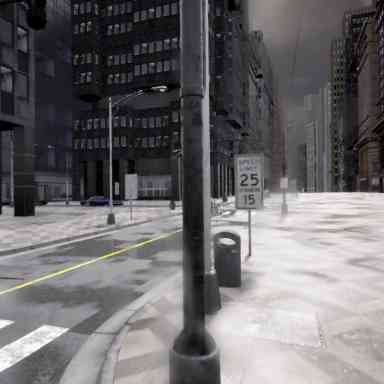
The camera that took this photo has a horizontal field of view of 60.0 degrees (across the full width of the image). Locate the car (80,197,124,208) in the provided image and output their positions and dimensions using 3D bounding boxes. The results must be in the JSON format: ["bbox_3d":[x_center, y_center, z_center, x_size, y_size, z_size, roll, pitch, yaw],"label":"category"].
[{"bbox_3d":[-10.136,1.180,37.496,4.718,1.301,1.895,-1,0,19],"label":"car"}]

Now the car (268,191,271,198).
[{"bbox_3d":[14.603,0.411,66.634,2.128,1.511,4.902,-1,1,19],"label":"car"}]

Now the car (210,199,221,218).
[{"bbox_3d":[0.945,1.214,25.815,1.895,1.301,4.718,-1,1,15],"label":"car"}]

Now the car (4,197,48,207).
[{"bbox_3d":[-20.212,1.278,40.956,4.718,1.301,1.895,-1,0,19],"label":"car"}]

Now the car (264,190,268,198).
[{"bbox_3d":[11.229,0.632,56.940,1.994,1.385,4.181,-1,1,19],"label":"car"}]
